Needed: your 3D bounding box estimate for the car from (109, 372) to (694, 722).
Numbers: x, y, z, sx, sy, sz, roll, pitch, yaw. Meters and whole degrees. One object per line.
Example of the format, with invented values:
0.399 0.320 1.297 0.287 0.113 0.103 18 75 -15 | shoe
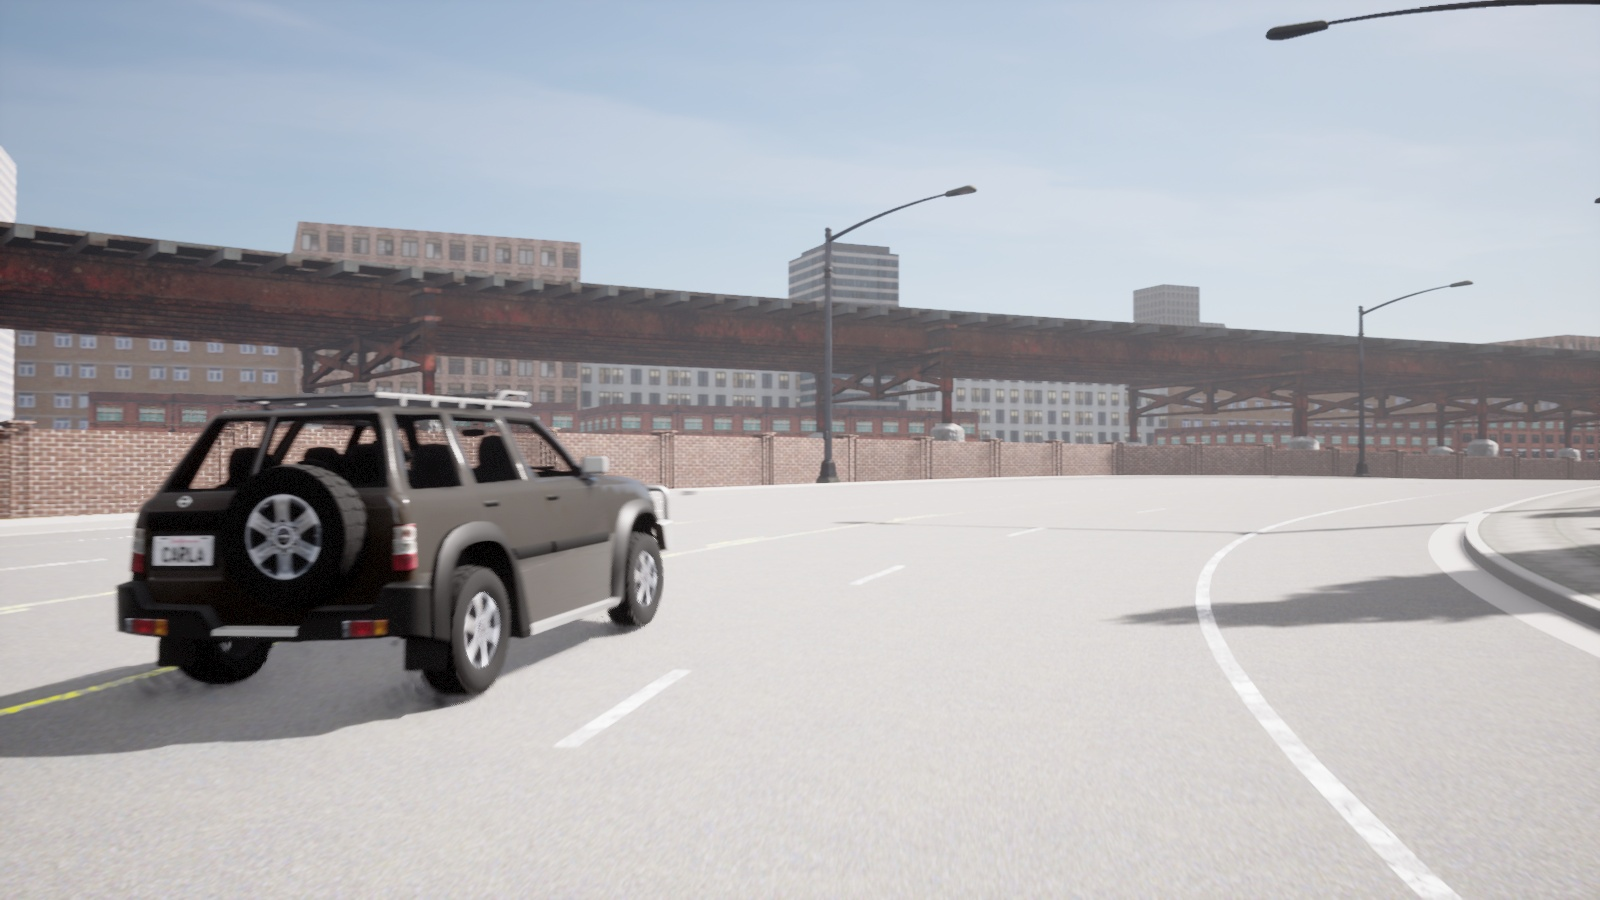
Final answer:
-2.420 0.524 9.113 1.932 1.855 4.605 -1 0 13 | car
